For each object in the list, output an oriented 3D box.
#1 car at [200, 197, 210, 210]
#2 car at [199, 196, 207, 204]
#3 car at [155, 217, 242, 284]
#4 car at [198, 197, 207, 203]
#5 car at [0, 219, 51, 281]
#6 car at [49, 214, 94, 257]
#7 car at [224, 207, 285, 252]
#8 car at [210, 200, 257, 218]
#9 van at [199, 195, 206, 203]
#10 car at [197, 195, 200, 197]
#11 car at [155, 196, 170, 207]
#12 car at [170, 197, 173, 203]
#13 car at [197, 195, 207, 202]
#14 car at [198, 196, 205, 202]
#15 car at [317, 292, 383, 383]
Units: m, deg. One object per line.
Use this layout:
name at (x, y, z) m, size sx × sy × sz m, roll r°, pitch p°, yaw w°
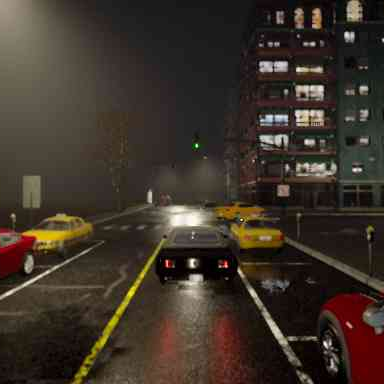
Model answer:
car at (2.582, 1.776, 46.333) m, size 2.008 × 1.369 × 4.403 m, roll 1°, pitch 0°, yaw 0°
car at (2.583, 1.862, 57.655) m, size 1.802 × 1.307 × 4.206 m, roll 1°, pitch 0°, yaw 0°
car at (0.102, 1.648, 9.681) m, size 1.895 × 1.301 × 4.718 m, roll 0°, pitch 0°, yaw 0°
car at (2.587, 1.958, 80.299) m, size 1.947 × 1.339 × 4.313 m, roll 1°, pitch 0°, yaw 0°
car at (-5.305, 1.583, 7.858) m, size 1.887 × 1.381 × 4.507 m, roll 1°, pitch 0°, yaw 0°
car at (-5.304, 1.589, 13.224) m, size 1.752 × 1.417 × 4.829 m, roll 1°, pitch 0°, yaw 0°
car at (2.577, 1.593, 13.990) m, size 1.752 × 1.417 × 4.829 m, roll 1°, pitch 0°, yaw 0°
car at (4.144, 1.596, 27.644) m, size 5.008 × 1.535 × 1.882 m, roll 1°, pitch -3°, yaw -41°
van at (2.591, 1.761, 85.961) m, size 1.690 × 1.788 × 3.998 m, roll 1°, pitch 0°, yaw 0°
car at (2.589, 1.679, 74.640) m, size 2.192 × 1.841 × 5.009 m, roll 1°, pitch 0°, yaw 0°
car at (-5.296, 1.718, 57.180) m, size 1.967 × 1.590 × 4.097 m, roll 1°, pitch 0°, yaw 0°
car at (-5.293, 1.621, 62.835) m, size 2.192 × 1.841 × 5.009 m, roll 1°, pitch 0°, yaw 0°
car at (2.585, 1.902, 68.977) m, size 1.947 × 1.339 × 4.313 m, roll 1°, pitch 0°, yaw 0°
car at (2.589, 1.974, 91.792) m, size 1.752 × 1.417 × 4.829 m, roll 1°, pitch 0°, yaw 0°
car at (2.576, 1.454, 2.731) m, size 1.967 × 1.590 × 4.097 m, roll 1°, pitch 0°, yaw 0°
